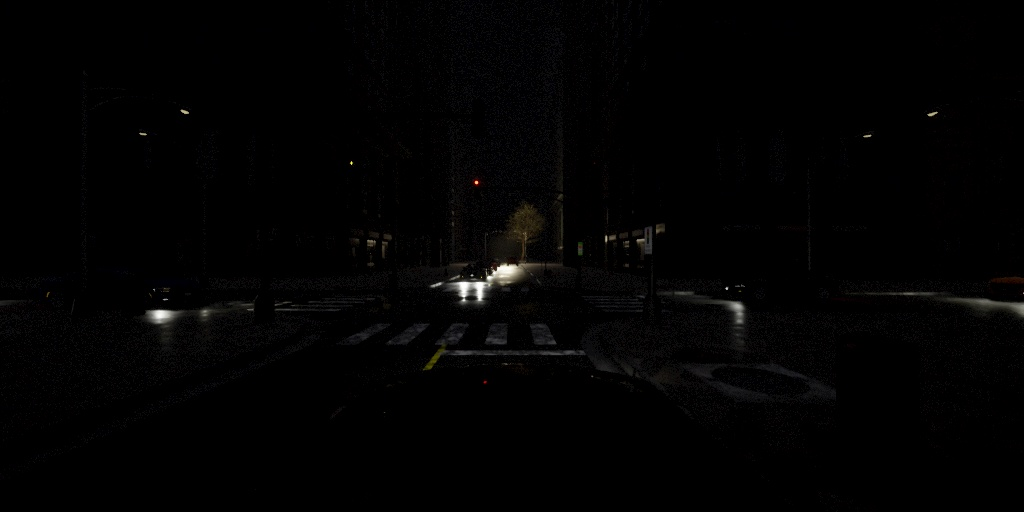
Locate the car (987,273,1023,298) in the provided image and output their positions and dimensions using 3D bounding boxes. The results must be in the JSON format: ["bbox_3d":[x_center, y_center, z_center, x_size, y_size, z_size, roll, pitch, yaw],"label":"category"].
[{"bbox_3d":[25.781,1.309,16.966,5.008,1.535,1.882,0,0,0],"label":"car"}]

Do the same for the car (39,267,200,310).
[{"bbox_3d":[-14.903,1.177,13.799,5.008,1.535,1.882,0,0,2],"label":"car"}]

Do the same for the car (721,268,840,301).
[{"bbox_3d":[12.595,1.297,16.984,4.892,1.490,1.837,0,0,0],"label":"car"}]

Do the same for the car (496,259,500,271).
[{"bbox_3d":[-3.060,1.116,48.300,2.097,1.767,4.553,0,0,0],"label":"car"}]

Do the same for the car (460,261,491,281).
[{"bbox_3d":[-3.082,1.314,29.584,1.994,1.385,4.181,0,0,0],"label":"car"}]

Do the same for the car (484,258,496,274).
[{"bbox_3d":[-3.077,1.232,38.654,1.882,1.535,5.008,0,0,0],"label":"car"}]
